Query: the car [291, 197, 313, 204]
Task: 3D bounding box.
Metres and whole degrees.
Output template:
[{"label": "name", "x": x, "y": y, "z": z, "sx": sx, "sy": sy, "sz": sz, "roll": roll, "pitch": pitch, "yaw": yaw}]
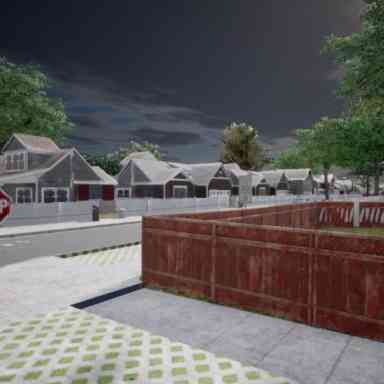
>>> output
[{"label": "car", "x": 15.244, "y": 1.412, "z": 45.972, "sx": 1.994, "sy": 1.385, "sz": 4.181, "roll": 0, "pitch": 0, "yaw": 36}]
